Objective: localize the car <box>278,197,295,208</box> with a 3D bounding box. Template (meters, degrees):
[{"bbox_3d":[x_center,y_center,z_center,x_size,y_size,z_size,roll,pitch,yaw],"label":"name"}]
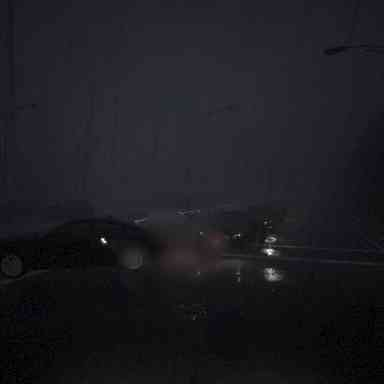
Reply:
[{"bbox_3d":[13.624,1.469,47.636,2.128,1.511,4.902,0,0,19],"label":"car"}]

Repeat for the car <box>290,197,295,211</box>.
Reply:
[{"bbox_3d":[9.852,1.544,36.510,1.994,1.385,4.181,0,0,19],"label":"car"}]

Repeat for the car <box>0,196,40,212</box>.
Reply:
[{"bbox_3d":[-15.061,1.356,29.403,3.806,1.475,1.970,0,0,19],"label":"car"}]

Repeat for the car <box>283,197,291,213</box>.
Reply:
[{"bbox_3d":[7.803,1.487,30.475,1.837,1.490,4.892,0,0,19],"label":"car"}]

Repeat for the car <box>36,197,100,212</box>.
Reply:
[{"bbox_3d":[-8.991,1.356,24.197,3.633,1.501,1.845,0,0,19],"label":"car"}]

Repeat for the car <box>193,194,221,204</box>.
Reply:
[{"bbox_3d":[1.760,1.126,56.753,5.027,1.636,2.152,0,0,19],"label":"car"}]

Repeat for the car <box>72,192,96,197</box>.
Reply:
[{"bbox_3d":[-18.369,1.249,53.741,4.514,1.523,2.007,0,0,19],"label":"car"}]

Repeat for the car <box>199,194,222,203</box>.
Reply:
[{"bbox_3d":[3.515,1.203,62.934,3.806,1.475,1.970,0,0,19],"label":"car"}]

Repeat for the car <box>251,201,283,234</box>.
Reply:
[{"bbox_3d":[3.997,1.490,19.271,1.837,1.490,4.892,0,0,19],"label":"car"}]

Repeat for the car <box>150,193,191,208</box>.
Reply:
[{"bbox_3d":[-2.892,1.075,41.752,4.605,1.855,1.932,0,0,19],"label":"car"}]

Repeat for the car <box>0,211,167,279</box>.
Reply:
[{"bbox_3d":[-3.264,1.475,9.850,5.008,1.535,1.882,0,0,-15],"label":"car"}]

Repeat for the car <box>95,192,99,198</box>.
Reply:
[{"bbox_3d":[-21.737,1.299,67.996,3.806,1.475,1.970,0,0,19],"label":"car"}]

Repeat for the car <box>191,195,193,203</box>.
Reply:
[{"bbox_3d":[-2.349,1.053,44.636,3.866,1.878,1.905,0,0,19],"label":"car"}]

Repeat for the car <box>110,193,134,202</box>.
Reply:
[{"bbox_3d":[-13.694,1.046,65.309,4.605,1.855,1.932,0,0,19],"label":"car"}]

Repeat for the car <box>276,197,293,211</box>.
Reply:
[{"bbox_3d":[11.734,1.484,42.063,1.837,1.490,4.892,0,0,19],"label":"car"}]

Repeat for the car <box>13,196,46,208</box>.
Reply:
[{"bbox_3d":[-21.619,1.274,44.291,3.633,1.501,1.845,0,0,19],"label":"car"}]

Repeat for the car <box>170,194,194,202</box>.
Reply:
[{"bbox_3d":[-1.984,1.258,68.667,4.514,1.523,2.007,0,0,19],"label":"car"}]

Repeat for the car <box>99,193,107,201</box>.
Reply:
[{"bbox_3d":[-20.090,1.015,70.948,3.866,1.878,1.905,0,0,19],"label":"car"}]

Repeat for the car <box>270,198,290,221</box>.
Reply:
[{"bbox_3d":[5.916,1.475,24.914,2.128,1.511,4.902,0,0,19],"label":"car"}]

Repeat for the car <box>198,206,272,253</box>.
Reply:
[{"bbox_3d":[1.841,1.514,13.866,1.812,1.442,4.674,0,0,25],"label":"car"}]
